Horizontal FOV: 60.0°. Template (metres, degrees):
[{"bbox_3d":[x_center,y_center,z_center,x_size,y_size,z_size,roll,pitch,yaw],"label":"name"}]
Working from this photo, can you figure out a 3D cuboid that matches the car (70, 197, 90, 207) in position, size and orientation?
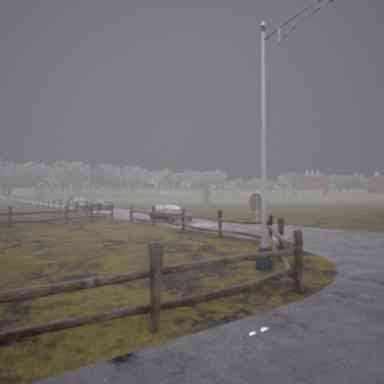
[{"bbox_3d":[-18.937,1.670,55.912,1.837,1.490,4.892,-1,1,-35],"label":"car"}]

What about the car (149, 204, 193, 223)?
[{"bbox_3d":[-1.779,1.692,26.674,1.812,1.442,4.674,-1,1,-35],"label":"car"}]

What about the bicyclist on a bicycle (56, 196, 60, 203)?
[{"bbox_3d":[-28.370,1.567,70.569,0.866,1.612,1.509,-1,1,-35],"label":"bicyclist on a bicycle"}]

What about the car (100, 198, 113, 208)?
[{"bbox_3d":[-12.900,1.665,47.441,2.128,1.511,4.902,-1,1,-35],"label":"car"}]

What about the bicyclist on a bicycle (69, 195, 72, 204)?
[{"bbox_3d":[-23.175,1.509,63.217,0.659,1.776,1.843,-1,1,-35],"label":"bicyclist on a bicycle"}]

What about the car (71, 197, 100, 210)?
[{"bbox_3d":[-14.364,1.793,44.565,1.994,1.385,4.181,-1,1,-35],"label":"car"}]
